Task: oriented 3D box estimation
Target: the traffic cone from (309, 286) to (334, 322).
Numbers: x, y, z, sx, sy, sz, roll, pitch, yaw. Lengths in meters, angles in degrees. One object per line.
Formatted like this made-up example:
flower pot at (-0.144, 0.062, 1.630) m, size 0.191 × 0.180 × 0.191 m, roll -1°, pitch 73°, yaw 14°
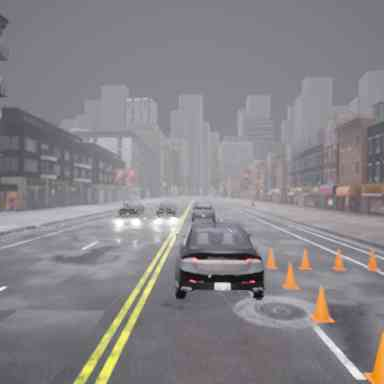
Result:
traffic cone at (2.328, 1.984, 5.983) m, size 0.340 × 0.580 × 0.340 m, roll 0°, pitch 0°, yaw 1°

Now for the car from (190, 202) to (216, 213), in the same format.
car at (0.881, 1.564, 26.775) m, size 2.128 × 1.511 × 4.902 m, roll 0°, pitch 0°, yaw 1°

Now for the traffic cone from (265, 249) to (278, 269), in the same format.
traffic cone at (2.390, 1.994, 9.983) m, size 0.340 × 0.580 × 0.340 m, roll 0°, pitch 0°, yaw 1°

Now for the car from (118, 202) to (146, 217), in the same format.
car at (-5.734, 1.648, 32.028) m, size 1.895 × 1.301 × 4.718 m, roll 0°, pitch 0°, yaw 1°

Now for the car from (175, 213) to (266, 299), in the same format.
car at (0.599, 1.516, 8.498) m, size 2.128 × 1.511 × 4.902 m, roll 0°, pitch 0°, yaw 1°

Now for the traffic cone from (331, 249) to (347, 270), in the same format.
traffic cone at (4.389, 2.006, 9.952) m, size 0.340 × 0.580 × 0.340 m, roll 0°, pitch 0°, yaw 1°

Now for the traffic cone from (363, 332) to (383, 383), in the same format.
traffic cone at (2.297, 1.979, 3.984) m, size 0.340 × 0.580 × 0.340 m, roll 0°, pitch 0°, yaw 1°

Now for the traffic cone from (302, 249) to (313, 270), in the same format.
traffic cone at (3.389, 2.000, 9.967) m, size 0.340 × 0.580 × 0.340 m, roll 0°, pitch 0°, yaw 1°

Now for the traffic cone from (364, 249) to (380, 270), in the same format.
traffic cone at (5.389, 2.012, 9.936) m, size 0.340 × 0.580 × 0.340 m, roll 0°, pitch 0°, yaw 1°

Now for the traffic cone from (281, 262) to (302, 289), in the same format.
traffic cone at (2.358, 1.989, 7.983) m, size 0.340 × 0.580 × 0.340 m, roll 0°, pitch 0°, yaw 1°

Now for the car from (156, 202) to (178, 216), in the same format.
car at (-2.466, 1.672, 33.203) m, size 1.895 × 1.301 × 4.718 m, roll 0°, pitch 0°, yaw 1°
